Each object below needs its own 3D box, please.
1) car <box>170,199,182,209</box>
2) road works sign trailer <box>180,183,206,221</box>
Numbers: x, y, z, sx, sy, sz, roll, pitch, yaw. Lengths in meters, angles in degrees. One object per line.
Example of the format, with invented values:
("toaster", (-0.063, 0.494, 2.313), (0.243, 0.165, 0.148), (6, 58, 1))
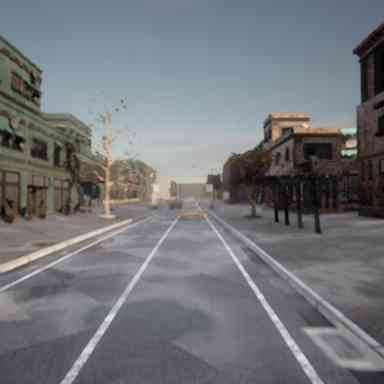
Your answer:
("car", (-3.001, 2.296, 64.543), (2.150, 2.045, 5.566), (0, -1, 1))
("road works sign trailer", (0.010, 0.900, 32.332), (2.380, 3.560, 2.880), (0, -1, 0))
